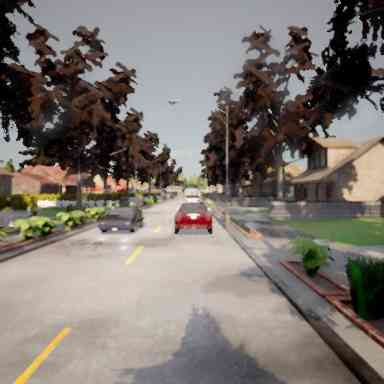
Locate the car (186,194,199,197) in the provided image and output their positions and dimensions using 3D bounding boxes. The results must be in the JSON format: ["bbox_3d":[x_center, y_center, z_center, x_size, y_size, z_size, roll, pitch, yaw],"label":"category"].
[{"bbox_3d":[0.055,1.222,44.651,2.150,2.045,5.566,0,0,0],"label":"car"}]

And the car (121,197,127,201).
[{"bbox_3d":[-16.714,1.334,71.313,5.357,1.415,2.033,0,0,0],"label":"car"}]

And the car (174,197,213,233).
[{"bbox_3d":[0.081,1.351,19.802,2.097,1.767,4.553,0,0,0],"label":"car"}]

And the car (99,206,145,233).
[{"bbox_3d":[-4.019,1.549,19.929,2.033,1.411,5.357,0,0,0],"label":"car"}]
